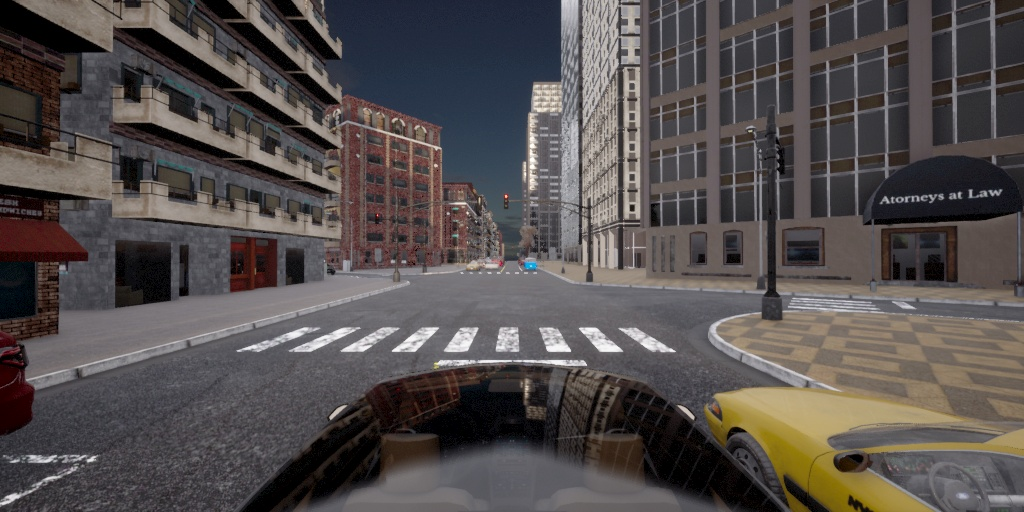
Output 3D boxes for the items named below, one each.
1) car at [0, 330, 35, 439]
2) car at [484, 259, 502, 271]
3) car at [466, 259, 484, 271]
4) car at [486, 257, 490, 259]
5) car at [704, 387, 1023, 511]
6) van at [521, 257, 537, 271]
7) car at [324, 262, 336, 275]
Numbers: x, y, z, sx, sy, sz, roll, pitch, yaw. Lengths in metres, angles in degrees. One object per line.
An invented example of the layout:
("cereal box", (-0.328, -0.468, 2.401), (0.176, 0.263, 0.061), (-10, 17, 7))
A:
("car", (-5.314, 1.065, 1.107), (2.192, 1.841, 5.009), (0, 0, 0))
("car", (-2.870, 1.398, 50.994), (1.895, 1.301, 4.718), (0, 0, 0))
("car", (-5.335, 1.321, 49.937), (1.751, 1.417, 4.829), (0, 0, 0))
("car", (-5.340, 1.260, 61.212), (1.967, 1.591, 4.097), (0, 0, 0))
("car", (2.566, 1.275, 1.287), (1.751, 1.417, 4.829), (0, 0, 0))
("van", (2.545, 1.136, 50.110), (1.690, 1.789, 3.998), (0, 0, 0))
("car", (-22.368, 1.456, 41.805), (4.892, 1.490, 1.837), (-1, -1, 41))
